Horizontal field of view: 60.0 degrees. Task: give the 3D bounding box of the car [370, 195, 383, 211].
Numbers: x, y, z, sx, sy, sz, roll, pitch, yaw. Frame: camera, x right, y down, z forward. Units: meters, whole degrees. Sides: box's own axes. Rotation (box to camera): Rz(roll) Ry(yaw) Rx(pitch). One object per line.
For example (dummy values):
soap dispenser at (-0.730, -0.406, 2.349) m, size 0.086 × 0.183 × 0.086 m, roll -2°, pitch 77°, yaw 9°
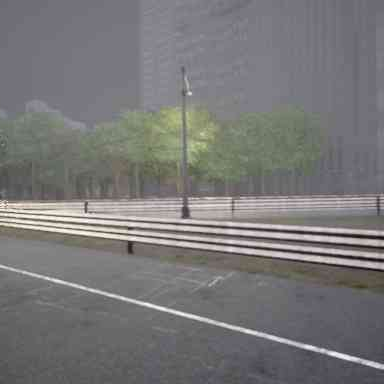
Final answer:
car at (18.394, 0.594, 28.749) m, size 5.566 × 2.045 × 2.150 m, roll -1°, pitch 0°, yaw -5°
